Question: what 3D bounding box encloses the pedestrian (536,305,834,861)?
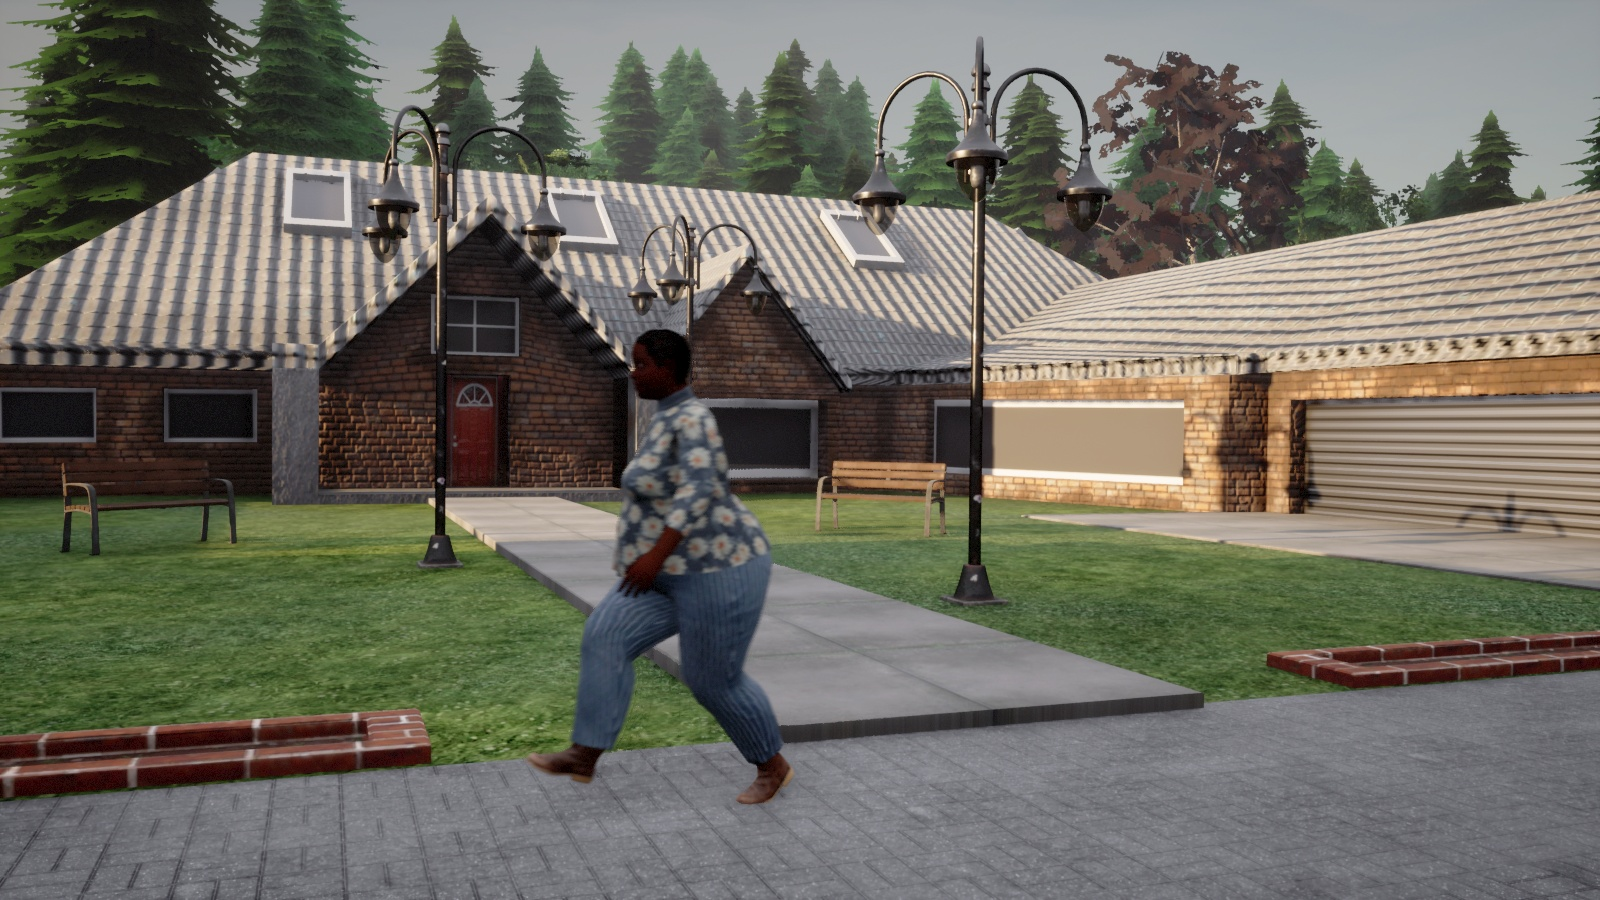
[{"bbox_3d":[-0.464,0.435,4.755,0.900,1.855,0.874,-1,1,-21],"label":"pedestrian"}]
